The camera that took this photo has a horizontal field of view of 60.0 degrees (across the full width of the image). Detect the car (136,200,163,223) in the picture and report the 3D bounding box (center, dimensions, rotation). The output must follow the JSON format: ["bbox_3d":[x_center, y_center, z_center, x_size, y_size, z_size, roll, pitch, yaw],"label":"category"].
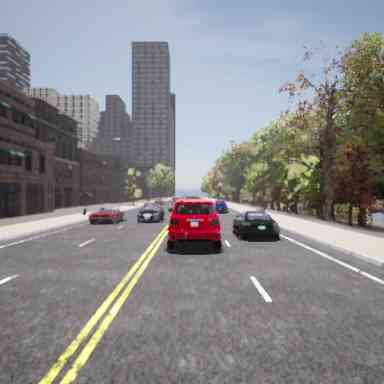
[{"bbox_3d":[-3.336,1.676,27.331,2.128,1.511,4.902,0,0,0],"label":"car"}]

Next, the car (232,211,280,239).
[{"bbox_3d":[3.355,1.686,17.962,1.994,1.385,4.181,0,0,0],"label":"car"}]

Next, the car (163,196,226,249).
[{"bbox_3d":[0.101,1.327,15.273,2.150,2.045,5.566,0,0,0],"label":"car"}]

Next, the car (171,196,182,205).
[{"bbox_3d":[-3.239,1.737,68.924,2.097,1.767,4.553,0,0,0],"label":"car"}]

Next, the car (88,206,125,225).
[{"bbox_3d":[-6.590,1.777,26.050,1.895,1.301,4.718,0,0,0],"label":"car"}]

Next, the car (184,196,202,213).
[{"bbox_3d":[0.108,1.503,41.930,2.150,2.045,5.566,0,0,0],"label":"car"}]

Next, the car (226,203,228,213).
[{"bbox_3d":[3.358,1.756,41.804,1.882,1.535,5.008,0,0,0],"label":"car"}]
